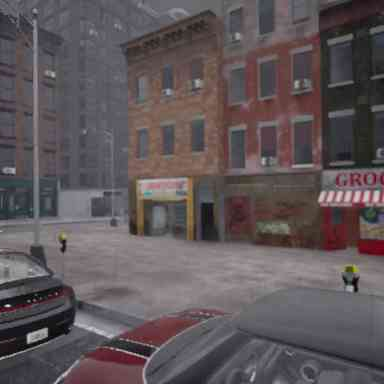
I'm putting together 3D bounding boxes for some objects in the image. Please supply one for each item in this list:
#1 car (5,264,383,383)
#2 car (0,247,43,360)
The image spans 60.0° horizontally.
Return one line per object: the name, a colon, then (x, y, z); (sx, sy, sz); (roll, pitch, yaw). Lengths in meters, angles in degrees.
car: (0.759, 1.444, 2.276); (4.097, 1.590, 1.967); (0, -1, 35)
car: (-3.722, 1.591, 5.469); (4.403, 1.369, 2.008); (0, -1, 35)
